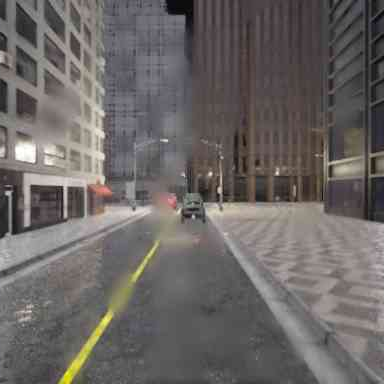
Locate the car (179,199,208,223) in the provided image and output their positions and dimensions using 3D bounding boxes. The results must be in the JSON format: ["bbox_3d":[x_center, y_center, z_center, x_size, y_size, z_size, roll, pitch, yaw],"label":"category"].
[{"bbox_3d":[0.102,1.479,25.303,1.837,1.490,4.892,0,0,0],"label":"car"}]

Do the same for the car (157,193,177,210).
[{"bbox_3d":[-3.023,1.180,41.599,2.150,2.045,5.566,0,0,1],"label":"car"}]

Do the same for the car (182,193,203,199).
[{"bbox_3d":[0.083,1.181,38.642,2.150,2.045,5.566,0,0,-3],"label":"car"}]
